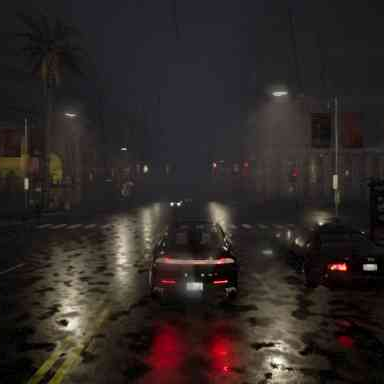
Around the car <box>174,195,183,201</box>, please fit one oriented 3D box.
[{"bbox_3d":[-3.439,1.470,84.745,1.882,1.535,5.008,0,0,0],"label":"car"}]

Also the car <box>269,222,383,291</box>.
[{"bbox_3d":[3.563,1.547,9.127,2.033,1.411,5.357,0,0,0],"label":"car"}]

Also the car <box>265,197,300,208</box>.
[{"bbox_3d":[13.281,1.473,48.899,5.008,1.535,1.882,0,1,11],"label":"car"}]

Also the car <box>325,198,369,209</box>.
[{"bbox_3d":[20.851,1.543,44.765,5.357,1.411,2.033,0,0,0],"label":"car"}]

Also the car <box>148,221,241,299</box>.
[{"bbox_3d":[0.060,1.491,8.425,2.128,1.511,4.902,0,0,0],"label":"car"}]

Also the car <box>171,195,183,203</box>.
[{"bbox_3d":[-3.492,1.588,71.623,1.895,1.301,4.718,0,0,0],"label":"car"}]
